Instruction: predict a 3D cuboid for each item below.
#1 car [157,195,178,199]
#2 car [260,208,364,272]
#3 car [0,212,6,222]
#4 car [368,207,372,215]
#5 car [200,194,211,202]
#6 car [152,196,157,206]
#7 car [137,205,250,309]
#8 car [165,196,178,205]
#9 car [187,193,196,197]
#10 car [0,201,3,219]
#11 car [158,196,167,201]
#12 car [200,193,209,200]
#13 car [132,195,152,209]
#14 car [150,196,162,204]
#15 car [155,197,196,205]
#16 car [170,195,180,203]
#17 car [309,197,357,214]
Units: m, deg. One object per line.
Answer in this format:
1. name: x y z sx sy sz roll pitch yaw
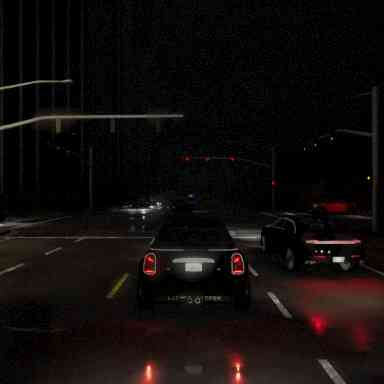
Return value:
1. car: -3.687 1.547 50.837 2.033 1.411 5.357 0 0 0
2. car: 3.598 1.492 10.823 2.128 1.511 4.902 0 0 -3
3. car: -15.635 1.619 23.692 4.181 1.385 1.994 0 0 4
4. car: 19.039 1.581 31.190 4.674 1.442 1.812 0 0 0
5. car: 3.350 1.519 77.455 1.812 1.442 4.674 0 0 0
6. car: -7.194 1.352 55.418 2.097 1.767 4.553 0 0 0
7. car: 0.042 1.352 8.012 2.097 1.767 4.553 0 0 0
8. car: -3.688 1.491 60.339 2.128 1.511 4.902 0 0 0
9. car: -0.150 1.591 77.547 1.895 1.301 4.718 0 0 0
10. car: -18.608 1.533 27.357 5.008 1.535 1.882 0 0 0
11. car: -7.156 1.550 80.507 1.895 1.301 4.718 0 0 0
12. car: 3.331 1.216 87.535 2.097 1.767 4.553 0 0 0
13. car: -7.183 1.526 46.515 1.812 1.442 4.674 0 0 0
14. car: -7.151 1.526 66.962 1.812 1.442 4.674 0 0 1
15. car: -1.392 1.578 35.201 2.033 1.411 5.357 0 0 24
16. car: -3.636 1.500 70.550 1.837 1.490 4.892 0 0 0
17. car: 14.604 1.407 34.764 4.553 1.767 2.097 0 0 2
